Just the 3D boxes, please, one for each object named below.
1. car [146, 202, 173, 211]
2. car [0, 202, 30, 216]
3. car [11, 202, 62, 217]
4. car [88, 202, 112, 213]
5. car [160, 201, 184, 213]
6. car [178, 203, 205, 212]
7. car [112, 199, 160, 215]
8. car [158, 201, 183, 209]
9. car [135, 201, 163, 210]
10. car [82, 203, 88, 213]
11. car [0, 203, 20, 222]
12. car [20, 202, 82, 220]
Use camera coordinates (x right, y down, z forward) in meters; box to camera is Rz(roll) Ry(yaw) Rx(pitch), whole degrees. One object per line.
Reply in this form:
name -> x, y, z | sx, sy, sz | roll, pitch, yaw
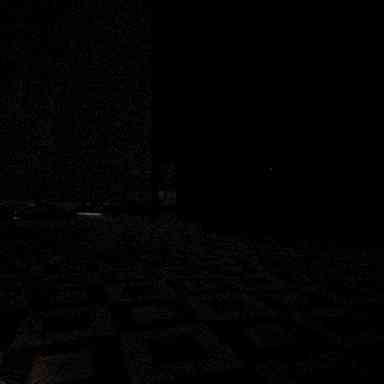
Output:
car -> -5.034, 2.214, 52.175 | 1.994, 1.385, 4.181 | 0, -1, 37
car -> -20.093, 1.839, 35.743 | 2.008, 1.369, 4.403 | -1, -1, 35
car -> -16.679, 1.849, 35.927 | 1.812, 1.442, 4.674 | 0, -1, 36
car -> -10.893, 2.009, 44.023 | 1.812, 1.442, 4.674 | 0, -1, 35
car -> -3.327, 2.111, 44.572 | 1.887, 1.381, 4.507 | -1, -2, 35
car -> -0.046, 2.244, 49.171 | 1.802, 1.307, 4.206 | -1, -2, 36
car -> -6.605, 1.789, 39.983 | 2.192, 1.841, 5.009 | -1, -2, 35
car -> -3.710, 2.302, 58.716 | 2.008, 1.369, 4.403 | -1, -2, 35
car -> -6.987, 2.207, 54.122 | 2.008, 1.369, 4.403 | -1, -2, 35
car -> -13.540, 2.013, 44.933 | 1.887, 1.381, 4.507 | -1, -2, 35
car -> -16.434, 1.772, 26.193 | 1.947, 1.339, 4.313 | -1, -2, 35
car -> -13.059, 1.822, 30.926 | 1.752, 1.417, 4.829 | -1, -2, 35
